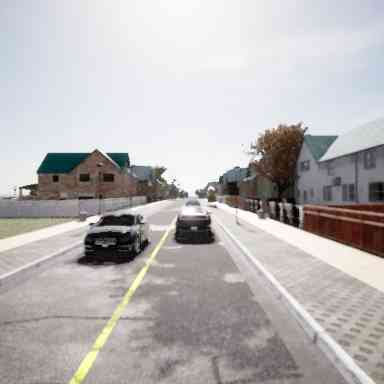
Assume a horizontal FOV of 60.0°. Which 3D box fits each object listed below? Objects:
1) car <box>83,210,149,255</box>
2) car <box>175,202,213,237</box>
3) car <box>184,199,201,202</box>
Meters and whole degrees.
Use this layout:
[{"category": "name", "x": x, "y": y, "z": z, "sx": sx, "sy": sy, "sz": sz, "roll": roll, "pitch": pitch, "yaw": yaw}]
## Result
[{"category": "car", "x": -2.849, "y": 1.512, "z": 13.344, "sx": 1.837, "sy": 1.490, "sz": 4.892, "roll": 0, "pitch": 0, "yaw": 0}, {"category": "car", "x": 0.099, "y": 1.503, "z": 18.184, "sx": 2.128, "sy": 1.511, "sz": 4.902, "roll": 0, "pitch": 0, "yaw": 0}, {"category": "car", "x": 0.097, "y": 1.548, "z": 41.167, "sx": 1.882, "sy": 1.535, "sz": 5.008, "roll": 0, "pitch": 0, "yaw": 0}]
